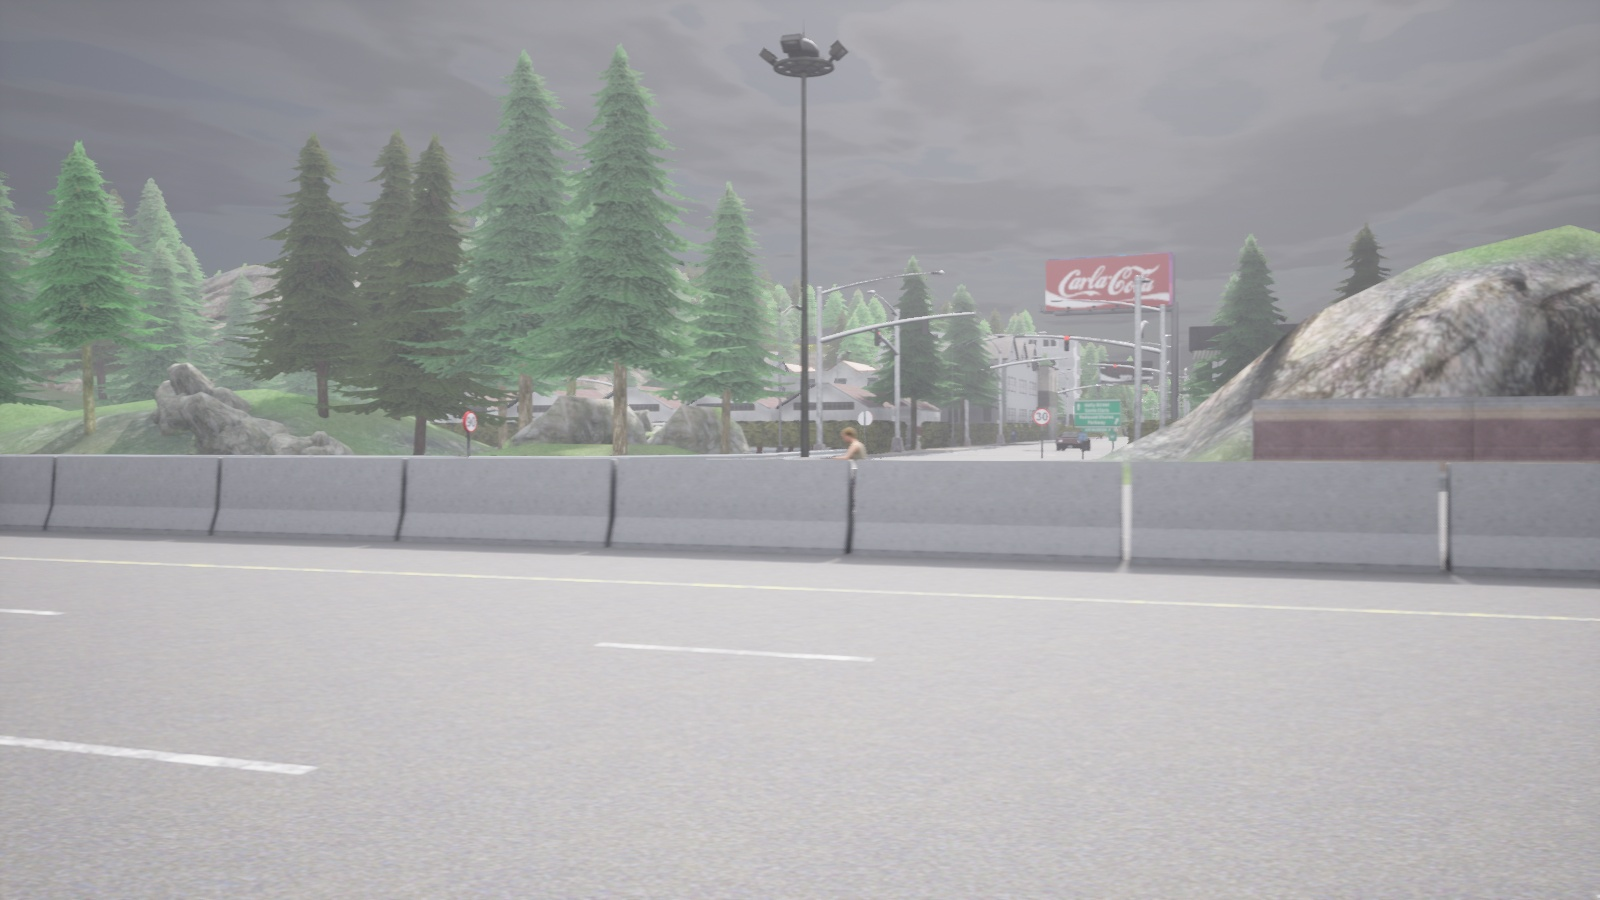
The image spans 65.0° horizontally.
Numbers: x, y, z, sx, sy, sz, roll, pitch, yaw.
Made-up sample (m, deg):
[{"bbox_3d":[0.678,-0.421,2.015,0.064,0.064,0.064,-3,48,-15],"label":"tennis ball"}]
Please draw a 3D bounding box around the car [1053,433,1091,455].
[{"bbox_3d":[17.531,-0.412,80.769,1.895,1.301,4.718,2,1,18],"label":"car"}]
